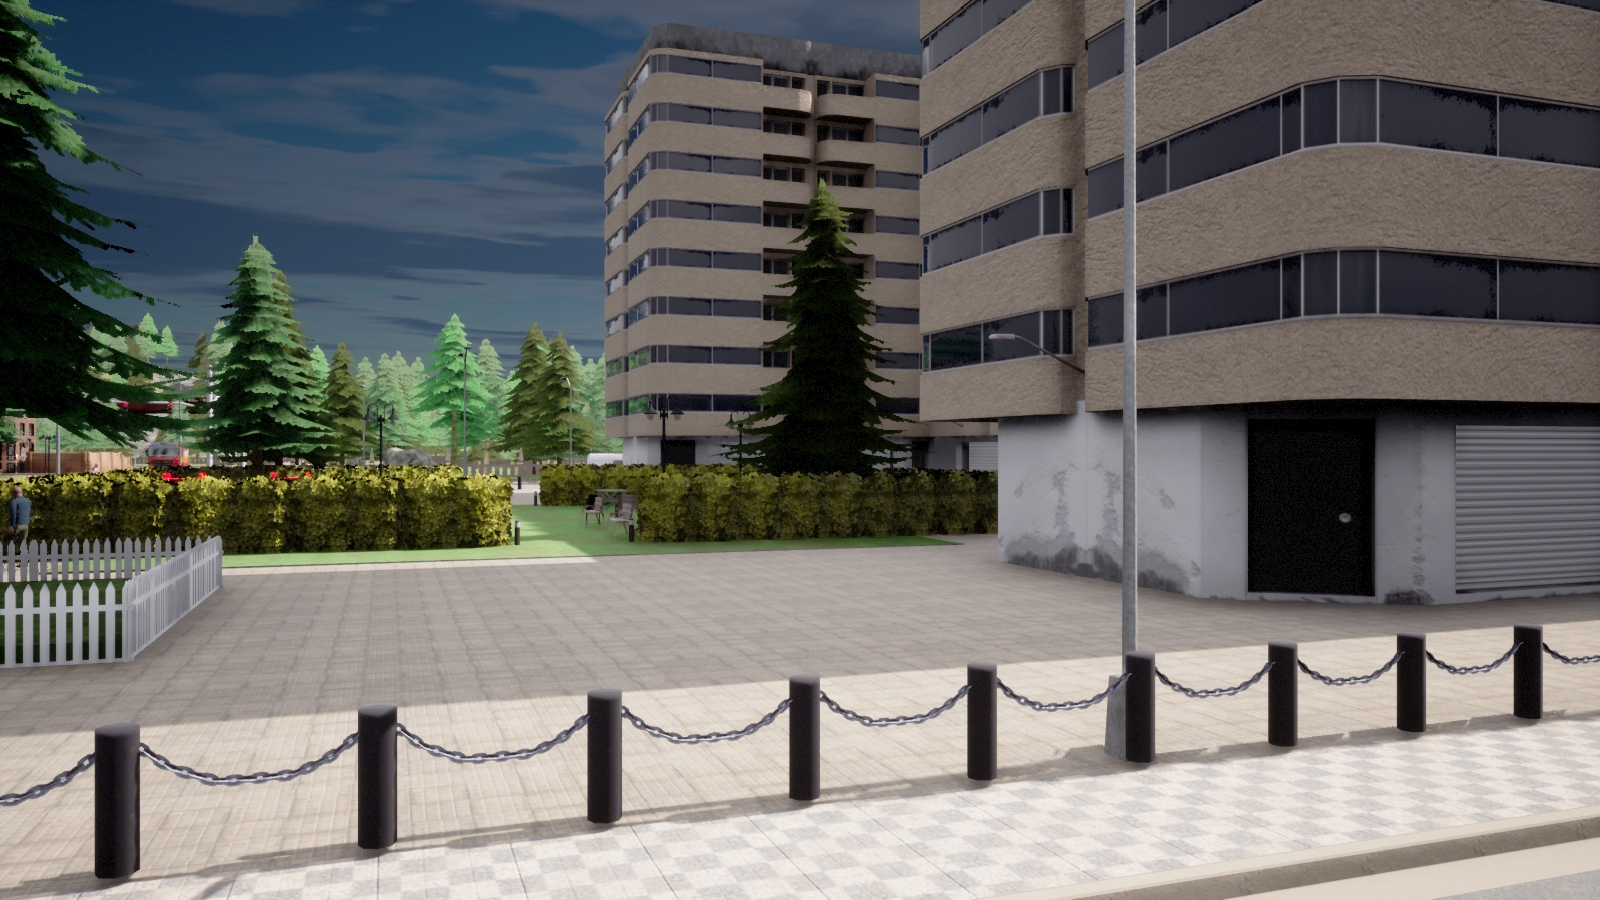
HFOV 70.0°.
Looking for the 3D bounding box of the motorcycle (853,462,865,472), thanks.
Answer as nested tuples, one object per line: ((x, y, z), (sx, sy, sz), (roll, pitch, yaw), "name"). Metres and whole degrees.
((7.386, 2.130, 143.492), (0.803, 1.199, 2.033), (0, 0, -19), "motorcycle")

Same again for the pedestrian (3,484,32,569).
((-17.368, 1.692, 25.372), (0.375, 1.860, 0.375), (0, 0, 14), "pedestrian")

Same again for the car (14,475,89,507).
((-38.243, 2.063, 58.523), (2.163, 1.488, 4.792), (0, 0, -20), "car")
